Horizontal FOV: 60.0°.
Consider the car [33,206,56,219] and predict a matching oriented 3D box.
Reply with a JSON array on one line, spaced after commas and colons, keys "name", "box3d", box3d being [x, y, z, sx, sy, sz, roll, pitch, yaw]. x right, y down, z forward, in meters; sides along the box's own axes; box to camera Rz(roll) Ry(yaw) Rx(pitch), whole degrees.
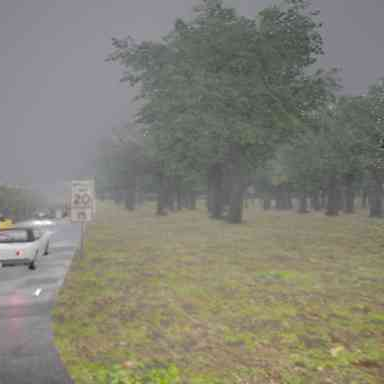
[{"name": "car", "box3d": [-16.901, 2.373, 38.276, 2.128, 1.511, 4.902, 0, -1, -16]}]

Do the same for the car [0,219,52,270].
[{"name": "car", "box3d": [-6.247, 1.868, 11.690, 1.895, 1.301, 4.718, 0, -1, -16]}]

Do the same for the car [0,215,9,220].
[{"name": "car", "box3d": [-10.844, 1.908, 17.292, 1.882, 1.535, 5.008, 0, -1, -16]}]

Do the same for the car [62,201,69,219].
[{"name": "car", "box3d": [-14.673, 2.116, 40.841, 2.150, 2.045, 5.566, 0, -1, -16]}]
